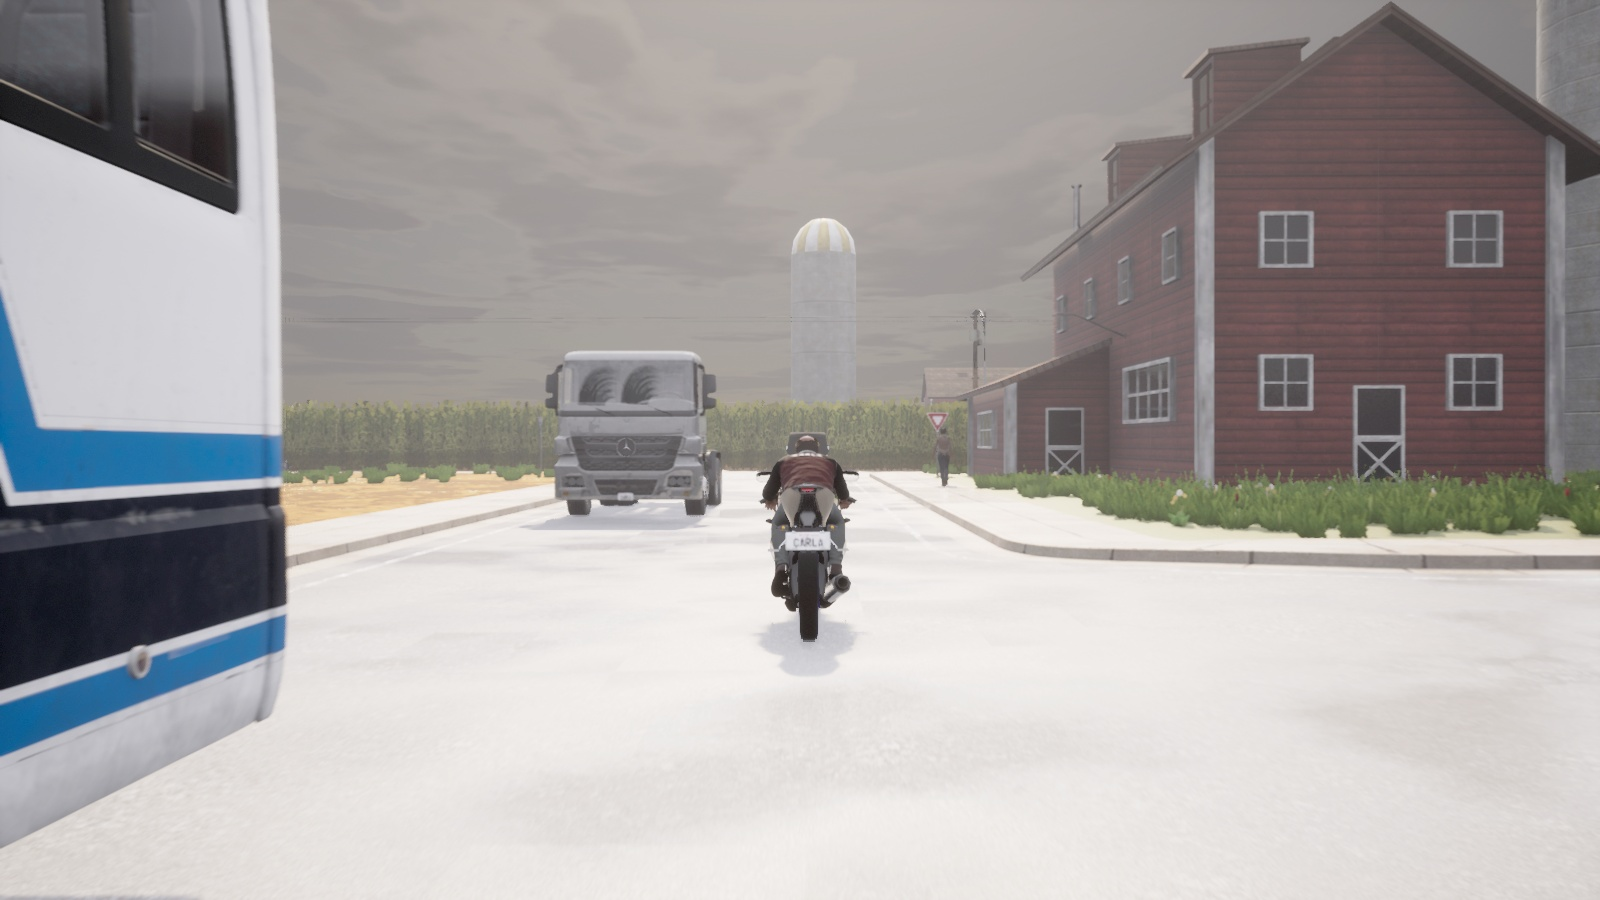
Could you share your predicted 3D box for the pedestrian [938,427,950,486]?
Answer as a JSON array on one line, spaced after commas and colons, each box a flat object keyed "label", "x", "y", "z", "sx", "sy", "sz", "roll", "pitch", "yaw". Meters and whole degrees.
[{"label": "pedestrian", "x": 4.432, "y": 0.195, "z": 38.596, "sx": 0.328, "sy": 1.805, "sz": 0.869, "roll": 0, "pitch": 0, "yaw": 9}]

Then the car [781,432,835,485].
[{"label": "car", "x": 0.278, "y": 0.281, "z": 46.350, "sx": 1.905, "sy": 1.878, "sz": 3.866, "roll": 0, "pitch": 0, "yaw": 0}]

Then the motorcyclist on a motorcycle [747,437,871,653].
[{"label": "motorcyclist on a motorcycle", "x": 0.070, "y": 0.662, "z": 10.002, "sx": 0.866, "sy": 1.530, "sz": 2.191, "roll": 0, "pitch": 1, "yaw": 0}]

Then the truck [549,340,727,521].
[{"label": "truck", "x": -3.326, "y": -0.396, "z": 27.958, "sx": 2.891, "sy": 3.462, "sz": 7.936, "roll": 0, "pitch": 0, "yaw": 0}]
